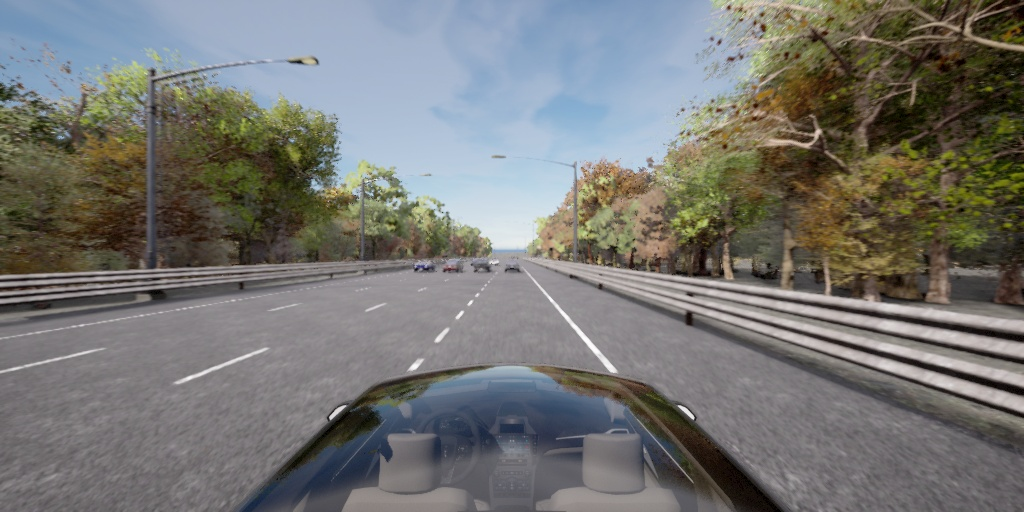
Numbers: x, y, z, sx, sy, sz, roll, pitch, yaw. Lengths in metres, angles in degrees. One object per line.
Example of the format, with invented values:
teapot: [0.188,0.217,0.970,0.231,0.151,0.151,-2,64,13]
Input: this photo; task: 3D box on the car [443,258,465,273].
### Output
car: [-6.973,1.216,42.764,2.033,1.411,5.357,0,0,0]

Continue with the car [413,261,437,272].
car: [-10.470,1.268,43.485,1.895,1.301,4.718,0,0,0]

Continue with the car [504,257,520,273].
car: [0.027,1.217,42.755,2.033,1.411,5.357,0,0,0]

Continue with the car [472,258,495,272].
car: [-3.467,1.175,43.383,1.837,1.490,4.892,0,1,0]
